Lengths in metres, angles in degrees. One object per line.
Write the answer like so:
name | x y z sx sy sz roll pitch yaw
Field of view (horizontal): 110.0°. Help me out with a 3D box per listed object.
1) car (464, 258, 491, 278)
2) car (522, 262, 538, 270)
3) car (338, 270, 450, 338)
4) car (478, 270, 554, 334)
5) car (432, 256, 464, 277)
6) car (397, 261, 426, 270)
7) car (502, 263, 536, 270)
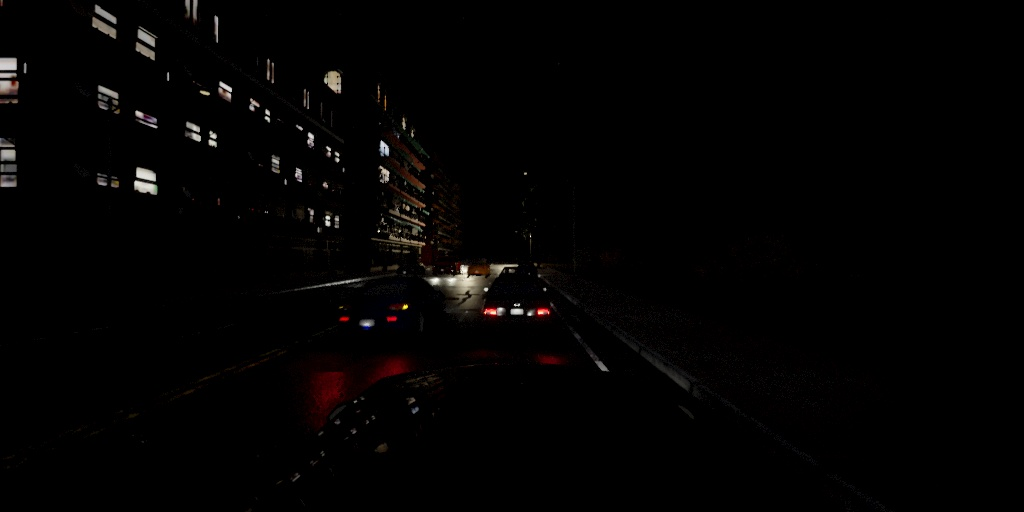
car | -3.131 1.242 34.527 1.882 1.535 5.008 0 0 0
car | 1.155 1.269 30.702 1.837 1.490 4.892 0 0 0
car | -3.147 1.280 10.088 1.812 1.442 4.674 0 0 0
car | 0.107 1.302 10.573 2.033 1.411 5.357 0 0 0
car | -6.580 0.987 36.609 2.150 2.045 5.566 0 0 0
car | -9.831 1.256 35.260 2.128 1.511 4.902 0 0 0
car | 0.111 1.307 20.935 2.033 1.411 5.357 0 0 0
